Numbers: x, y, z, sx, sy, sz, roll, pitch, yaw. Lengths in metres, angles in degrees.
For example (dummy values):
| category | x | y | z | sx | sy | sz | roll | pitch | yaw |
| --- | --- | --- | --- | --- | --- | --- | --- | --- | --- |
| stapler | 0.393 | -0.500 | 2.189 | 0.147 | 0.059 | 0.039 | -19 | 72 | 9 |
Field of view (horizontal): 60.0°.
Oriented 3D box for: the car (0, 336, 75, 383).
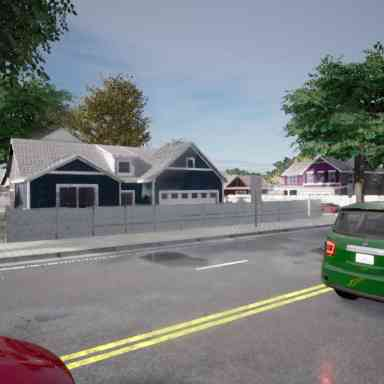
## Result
| category | x | y | z | sx | sy | sz | roll | pitch | yaw |
| --- | --- | --- | --- | --- | --- | --- | --- | --- | --- |
| car | -3.021 | 1.476 | 1.287 | 5.008 | 1.535 | 1.882 | 0 | 0 | -35 |

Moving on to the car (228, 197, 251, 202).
| category | x | y | z | sx | sy | sz | roll | pitch | yaw |
| --- | --- | --- | --- | --- | --- | --- | --- | --- | --- |
| car | 7.373 | 1.422 | 44.590 | 2.097 | 1.767 | 4.553 | -1 | 0 | -31 |

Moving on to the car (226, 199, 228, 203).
| category | x | y | z | sx | sy | sz | roll | pitch | yaw |
| --- | --- | --- | --- | --- | --- | --- | --- | --- | --- |
| car | 6.201 | 1.685 | 52.332 | 1.895 | 1.301 | 4.718 | -1 | 0 | -30 |

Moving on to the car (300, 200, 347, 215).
| category | x | y | z | sx | sy | sz | roll | pitch | yaw |
| --- | --- | --- | --- | --- | --- | --- | --- | --- | --- |
| car | 13.677 | 1.559 | 34.852 | 1.994 | 1.385 | 4.181 | -1 | 0 | -35 |

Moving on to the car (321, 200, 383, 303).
| category | x | y | z | sx | sy | sz | roll | pitch | yaw |
| --- | --- | --- | --- | --- | --- | --- | --- | --- | --- |
| car | 5.102 | 1.209 | 7.120 | 5.566 | 2.045 | 2.150 | 0 | 0 | -35 |
